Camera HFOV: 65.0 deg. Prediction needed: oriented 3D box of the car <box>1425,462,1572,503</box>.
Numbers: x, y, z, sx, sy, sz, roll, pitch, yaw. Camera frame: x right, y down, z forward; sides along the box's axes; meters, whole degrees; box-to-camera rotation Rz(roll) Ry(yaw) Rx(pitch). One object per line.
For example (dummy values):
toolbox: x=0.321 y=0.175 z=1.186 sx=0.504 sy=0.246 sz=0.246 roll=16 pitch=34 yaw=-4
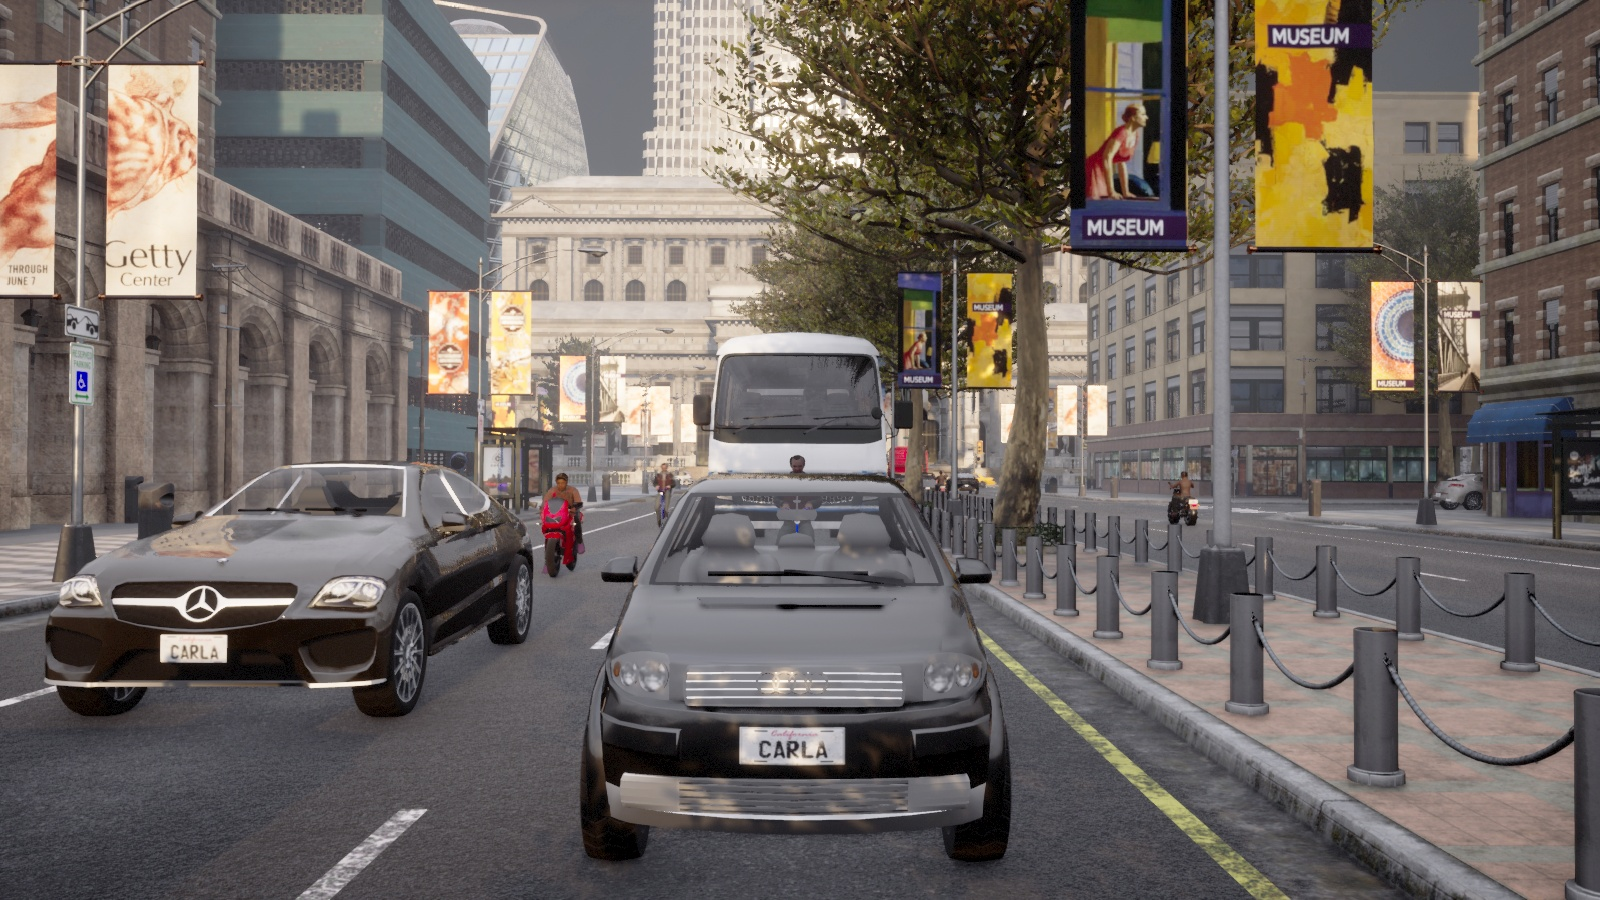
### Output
car: x=29.564 y=1.367 z=53.286 sx=5.027 sy=1.651 sz=2.152 roll=0 pitch=-1 yaw=-1

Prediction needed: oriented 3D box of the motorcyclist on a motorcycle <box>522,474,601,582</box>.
motorcyclist on a motorcycle: x=-3.531 y=1.125 z=18.742 sx=0.797 sy=1.523 sz=2.044 roll=0 pitch=-1 yaw=0

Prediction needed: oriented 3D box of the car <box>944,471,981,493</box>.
car: x=11.302 y=2.213 z=87.519 sx=1.882 sy=1.535 sz=5.008 roll=0 pitch=-1 yaw=0

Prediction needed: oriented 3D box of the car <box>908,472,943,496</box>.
car: x=7.865 y=2.123 z=79.165 sx=1.845 sy=1.501 sz=3.633 roll=0 pitch=-1 yaw=0

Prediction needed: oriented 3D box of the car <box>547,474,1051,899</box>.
car: x=-0.010 y=0.899 z=6.324 sx=1.789 sy=1.549 sz=3.705 roll=0 pitch=-1 yaw=0

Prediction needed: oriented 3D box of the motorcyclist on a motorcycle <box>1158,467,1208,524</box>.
motorcyclist on a motorcycle: x=11.436 y=1.348 z=37.550 sx=0.766 sy=1.649 sz=2.350 roll=0 pitch=-1 yaw=0

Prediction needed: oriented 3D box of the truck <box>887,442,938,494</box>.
truck: x=7.820 y=1.282 z=88.391 sx=2.891 sy=3.462 sz=7.936 roll=0 pitch=-1 yaw=0

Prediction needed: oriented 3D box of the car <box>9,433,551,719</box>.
car: x=-3.517 y=0.771 z=9.807 sx=2.152 sy=1.651 sz=5.027 roll=0 pitch=-1 yaw=0

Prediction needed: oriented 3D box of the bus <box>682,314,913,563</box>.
bus: x=-0.050 y=-0.115 z=26.671 sx=3.944 sy=4.253 sz=10.273 roll=0 pitch=-1 yaw=0
